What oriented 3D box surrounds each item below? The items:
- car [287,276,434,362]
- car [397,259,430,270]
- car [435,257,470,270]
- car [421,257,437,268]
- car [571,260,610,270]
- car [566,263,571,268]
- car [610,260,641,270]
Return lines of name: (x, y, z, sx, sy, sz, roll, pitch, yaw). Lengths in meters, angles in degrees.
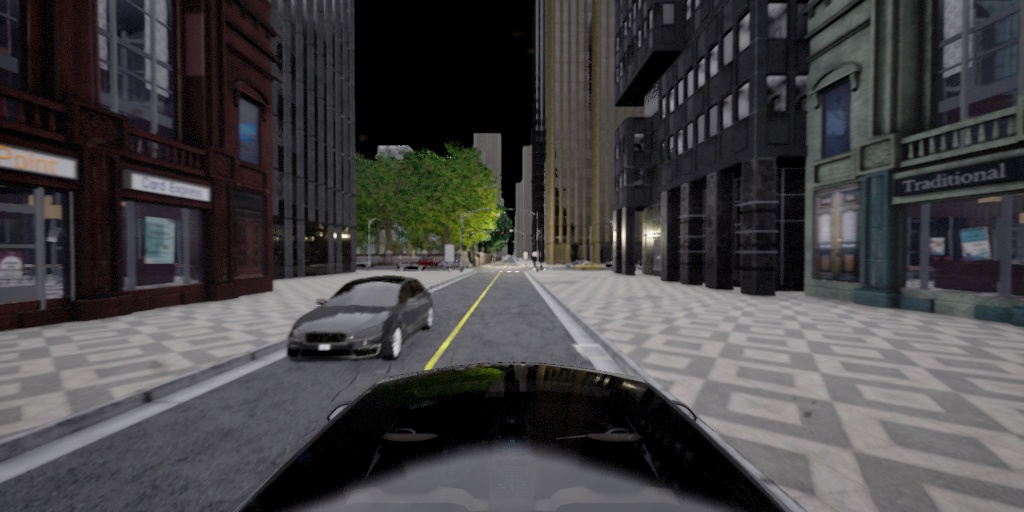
car: (-3.102, 1.262, 8.362, 1.837, 1.490, 4.892, 0, 0, 0)
car: (-15.087, 1.519, 54.069, 4.313, 1.339, 1.948, 0, 0, 0)
car: (-9.190, 1.409, 56.791, 4.902, 1.511, 2.128, 1, 1, 0)
car: (-15.053, 1.137, 62.594, 5.009, 1.841, 2.192, 0, 0, 0)
car: (11.747, 1.504, 53.933, 4.829, 1.417, 1.751, 0, 0, 0)
car: (11.611, 1.399, 62.458, 4.403, 1.370, 2.007, 0, 0, 0)
car: (17.089, 1.537, 53.906, 4.403, 1.370, 2.007, 0, 0, 0)
